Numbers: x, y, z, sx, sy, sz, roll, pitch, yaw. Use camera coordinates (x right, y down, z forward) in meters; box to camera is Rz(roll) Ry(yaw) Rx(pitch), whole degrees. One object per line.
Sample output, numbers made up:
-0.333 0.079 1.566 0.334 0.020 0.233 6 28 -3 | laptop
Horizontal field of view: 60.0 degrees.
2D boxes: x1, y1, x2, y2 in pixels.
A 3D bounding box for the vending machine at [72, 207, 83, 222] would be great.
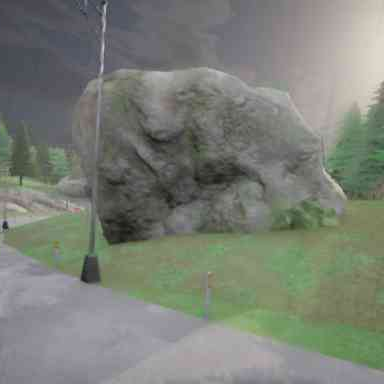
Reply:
-17.535 3.414 50.775 1.100 2.100 0.880 8 3 7 | vending machine
